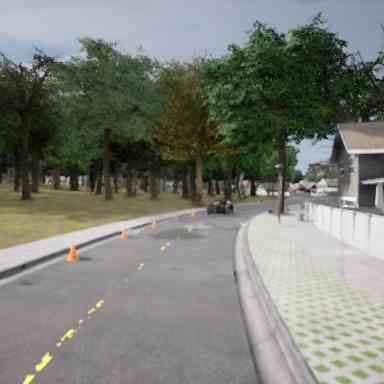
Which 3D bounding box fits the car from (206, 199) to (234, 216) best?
[{"bbox_3d":[2.830,1.463,32.512,1.882,1.535,5.008,0,0,18],"label":"car"}]
